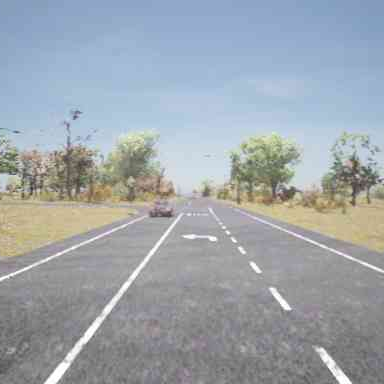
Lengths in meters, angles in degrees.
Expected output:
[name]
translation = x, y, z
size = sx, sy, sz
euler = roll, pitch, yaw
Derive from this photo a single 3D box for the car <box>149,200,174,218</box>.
[car]
translation = -2.938, 1.561, 32.738
size = 2.097, 1.767, 4.553
euler = -1, 0, 1
